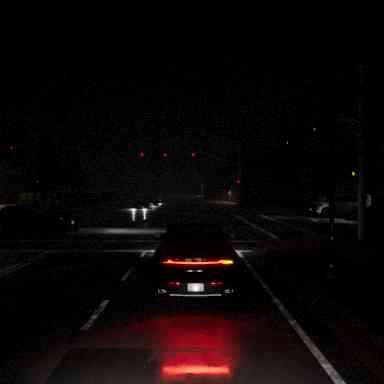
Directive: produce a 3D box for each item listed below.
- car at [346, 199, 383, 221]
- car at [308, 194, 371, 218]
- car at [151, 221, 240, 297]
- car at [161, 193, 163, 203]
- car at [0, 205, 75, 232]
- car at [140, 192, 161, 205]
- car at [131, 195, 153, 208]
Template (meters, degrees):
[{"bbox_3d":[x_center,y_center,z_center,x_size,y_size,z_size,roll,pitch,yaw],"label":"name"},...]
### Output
[{"bbox_3d":[15.206,1.526,26.473,4.674,1.442,1.812,0,0,-1],"label":"car"},{"bbox_3d":[13.432,1.221,29.918,5.566,2.045,2.150,0,0,-1],"label":"car"},{"bbox_3d":[0.072,1.505,8.534,1.837,1.490,4.892,0,0,0],"label":"car"},{"bbox_3d":[-7.110,1.221,68.223,2.150,2.045,5.566,0,0,0],"label":"car"},{"bbox_3d":[-9.385,1.490,19.401,4.902,1.511,2.128,0,0,2],"label":"car"},{"bbox_3d":[-7.161,1.223,57.330,2.150,2.045,5.566,0,0,0],"label":"car"},{"bbox_3d":[-7.156,1.526,47.165,1.812,1.442,4.674,0,0,0],"label":"car"}]
